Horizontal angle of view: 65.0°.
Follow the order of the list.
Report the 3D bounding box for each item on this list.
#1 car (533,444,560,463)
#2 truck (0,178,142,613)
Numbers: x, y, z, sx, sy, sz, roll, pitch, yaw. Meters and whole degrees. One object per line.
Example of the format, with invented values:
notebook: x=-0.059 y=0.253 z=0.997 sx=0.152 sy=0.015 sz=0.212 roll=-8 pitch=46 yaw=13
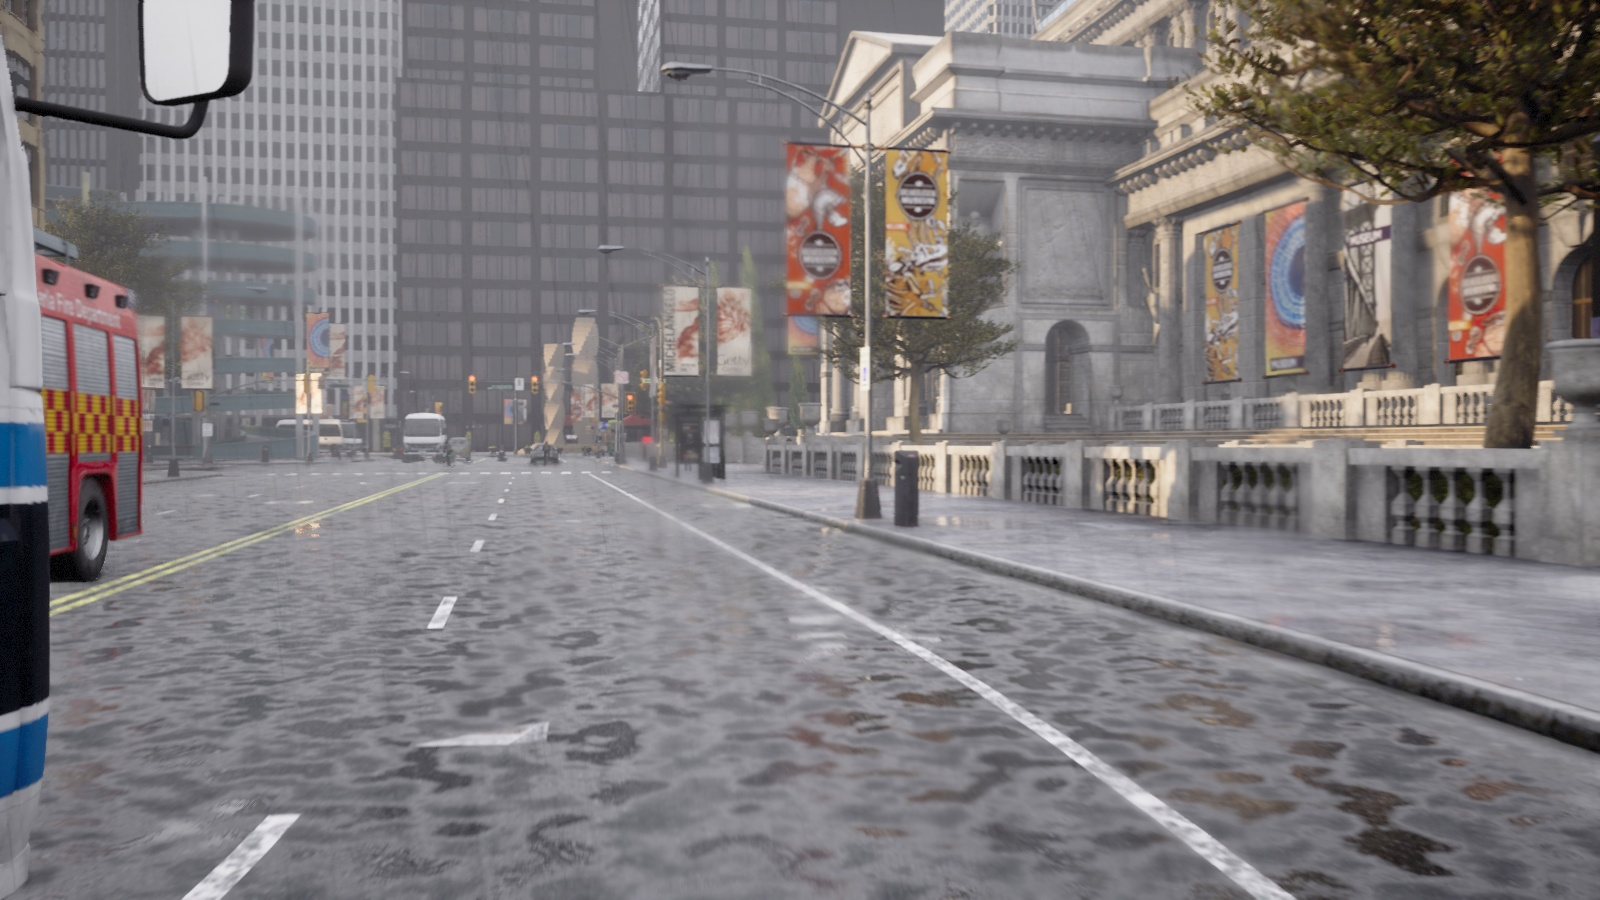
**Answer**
car: x=-19.257 y=0.269 z=95.345 sx=1.994 sy=1.385 sz=4.181 roll=0 pitch=0 yaw=-12
truck: x=-8.414 y=-0.478 z=10.584 sx=2.891 sy=3.827 sz=8.468 roll=0 pitch=0 yaw=-12
